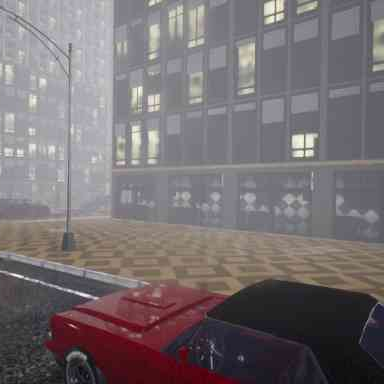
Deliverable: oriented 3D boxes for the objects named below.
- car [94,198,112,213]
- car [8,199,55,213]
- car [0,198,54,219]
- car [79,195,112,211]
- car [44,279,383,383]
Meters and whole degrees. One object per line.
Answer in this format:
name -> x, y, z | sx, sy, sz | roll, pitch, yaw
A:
car -> -8.949, 1.828, 39.957 | 1.752, 1.417, 4.829 | 1, 0, 37
car -> -19.244, 1.641, 40.143 | 1.752, 1.417, 4.829 | 1, 0, 37
car -> -15.766, 1.517, 30.760 | 2.192, 1.841, 5.009 | 1, 0, 37
car -> -12.422, 1.451, 44.974 | 2.150, 2.045, 5.566 | 1, 0, 36
car -> 0.625, 1.600, 3.241 | 4.718, 1.301, 1.895 | 0, 0, 36
